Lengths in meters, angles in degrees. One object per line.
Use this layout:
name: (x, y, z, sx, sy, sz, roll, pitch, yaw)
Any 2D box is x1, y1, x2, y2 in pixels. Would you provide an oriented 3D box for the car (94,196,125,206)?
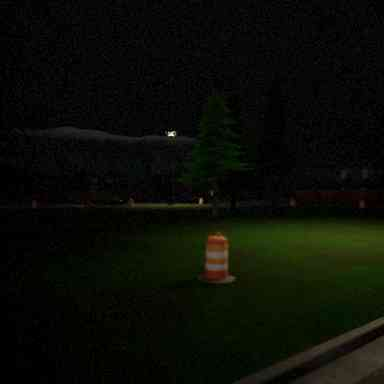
car: (-12.866, 1.558, 53.190, 4.181, 1.385, 1.994, 0, 0, -35)

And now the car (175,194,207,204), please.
car: (0.115, 1.537, 61.671, 5.357, 1.411, 2.033, 0, 0, -15)

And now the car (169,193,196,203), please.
car: (-1.700, 1.212, 64.875, 5.566, 2.045, 2.150, 0, 0, -21)

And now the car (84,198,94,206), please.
car: (-15.545, 1.471, 55.579, 5.008, 1.535, 1.882, 0, 0, -36)
